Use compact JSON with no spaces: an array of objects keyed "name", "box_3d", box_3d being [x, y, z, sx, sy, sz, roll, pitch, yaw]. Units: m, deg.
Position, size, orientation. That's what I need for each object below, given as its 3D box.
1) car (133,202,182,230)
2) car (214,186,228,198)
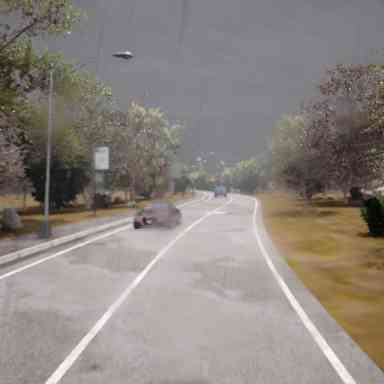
[{"name":"car","box_3d":[-1.829,1.259,18.625,1.994,1.385,4.181,0,1,9]},{"name":"car","box_3d":[5.136,-0.064,59.036,2.150,2.045,5.566,0,1,6]}]
